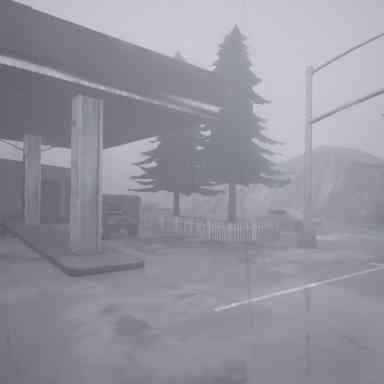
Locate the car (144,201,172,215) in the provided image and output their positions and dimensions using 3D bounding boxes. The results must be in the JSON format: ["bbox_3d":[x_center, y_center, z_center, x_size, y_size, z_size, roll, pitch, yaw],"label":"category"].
[{"bbox_3d":[-4.203,1.705,36.744,2.033,1.411,5.357,1,0,-35],"label":"car"}]

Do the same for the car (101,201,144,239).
[{"bbox_3d":[-4.534,1.446,18.268,1.905,1.878,3.866,1,0,-36],"label":"car"}]

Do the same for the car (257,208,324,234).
[{"bbox_3d":[6.311,1.806,21.870,1.812,1.442,4.674,1,0,-36],"label":"car"}]

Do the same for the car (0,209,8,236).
[{"bbox_3d":[-11.665,1.520,18.470,2.242,1.667,4.611,1,0,-36],"label":"car"}]
